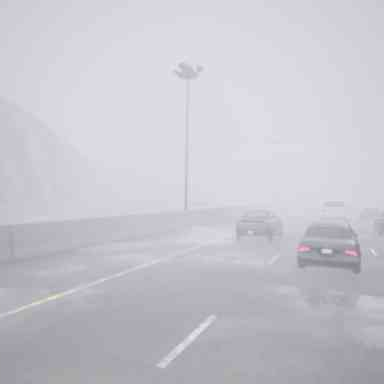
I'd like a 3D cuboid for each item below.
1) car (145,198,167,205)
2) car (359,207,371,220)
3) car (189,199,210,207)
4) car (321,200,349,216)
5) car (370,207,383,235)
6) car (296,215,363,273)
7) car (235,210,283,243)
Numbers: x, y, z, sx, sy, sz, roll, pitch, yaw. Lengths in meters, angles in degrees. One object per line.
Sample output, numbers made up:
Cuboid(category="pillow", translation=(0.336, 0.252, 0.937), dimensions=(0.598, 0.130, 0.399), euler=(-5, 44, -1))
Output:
Cuboid(category="car", translation=(-5.272, 1.584, 49.957), dimensions=(1.812, 1.442, 4.674), euler=(1, -1, 24))
Cuboid(category="car", translation=(19.076, 2.236, 35.521), dimensions=(1.994, 1.385, 4.181), euler=(1, -1, 24))
Cuboid(category="car", translation=(1.139, 1.654, 47.149), dimensions=(1.812, 1.442, 4.674), euler=(1, -1, 24))
Cuboid(category="car", translation=(12.994, 1.744, 30.342), dimensions=(2.150, 2.045, 5.566), euler=(1, -1, 24))
Cuboid(category="car", translation=(12.814, 1.901, 21.217), dimensions=(1.882, 1.535, 5.008), euler=(1, -1, 24))
Cuboid(category="car", translation=(4.775, 1.745, 11.590), dimensions=(2.033, 1.411, 5.357), euler=(1, -1, 24))
Cuboid(category="car", translation=(3.730, 1.740, 17.927), dimensions=(2.128, 1.511, 4.902), euler=(1, -1, 24))
